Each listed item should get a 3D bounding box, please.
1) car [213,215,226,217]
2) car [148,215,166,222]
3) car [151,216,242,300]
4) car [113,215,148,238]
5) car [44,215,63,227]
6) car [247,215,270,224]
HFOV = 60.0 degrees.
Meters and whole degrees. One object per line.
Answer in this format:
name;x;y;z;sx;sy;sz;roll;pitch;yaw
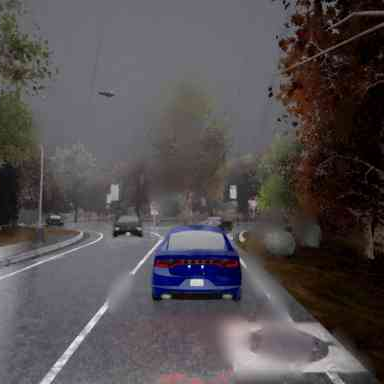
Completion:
car;2.304;2.741;29.029;2.033;1.411;5.357;-2;-4;18
car;-6.277;5.341;66.169;5.357;1.411;2.033;1;-4;-7
car;0.109;1.599;8.667;1.882;1.535;5.008;0;-1;0
car;-4.245;2.288;22.572;2.033;1.411;5.357;1;-4;-9
car;-17.413;3.614;41.798;1.882;1.535;5.008;1;-4;-27
car;11.458;4.818;57.815;1.837;1.490;4.892;4;-5;-26
